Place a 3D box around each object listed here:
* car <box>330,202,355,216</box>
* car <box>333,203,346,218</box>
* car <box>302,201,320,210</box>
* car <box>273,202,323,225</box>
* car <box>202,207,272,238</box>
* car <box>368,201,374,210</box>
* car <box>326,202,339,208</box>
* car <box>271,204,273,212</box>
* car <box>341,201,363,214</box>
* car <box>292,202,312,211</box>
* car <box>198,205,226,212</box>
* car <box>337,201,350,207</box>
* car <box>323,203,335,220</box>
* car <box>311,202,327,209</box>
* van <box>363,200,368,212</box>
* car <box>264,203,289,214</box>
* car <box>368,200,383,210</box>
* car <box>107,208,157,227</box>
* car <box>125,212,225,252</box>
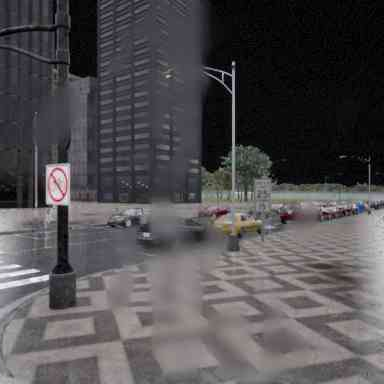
[{"bbox_3d":[19.065,2.303,42.472,1.887,1.381,4.507,-1,-2,35],"label":"car"},{"bbox_3d":[15.792,2.245,37.881,1.802,1.307,4.206,-1,-2,36],"label":"car"},{"bbox_3d":[21.959,2.474,61.213,1.967,1.590,4.097,-1,-2,35],"label":"car"},{"bbox_3d":[9.233,1.790,28.693,2.192,1.841,5.009,-1,-2,35],"label":"car"},{"bbox_3d":[2.779,1.823,19.636,1.752,1.417,4.829,-1,-2,35],"label":"car"},{"bbox_3d":[28.897,2.590,56.256,2.008,1.369,4.403,-1,-2,35],"label":"car"},{"bbox_3d":[31.791,2.889,74.994,1.802,1.307,4.206,-1,-2,35],"label":"car"},{"bbox_3d":[8.851,2.208,42.832,2.008,1.369,4.403,-1,-2,35],"label":"car"},{"bbox_3d":[22.342,2.293,47.069,1.967,1.590,4.097,-1,-2,35],"label":"car"},{"bbox_3d":[18.682,2.492,56.616,2.008,1.369,4.403,-1,-2,35],"label":"car"},{"bbox_3d":[2.298,2.014,33.643,1.887,1.381,4.507,-1,-2,35],"label":"car"},{"bbox_3d":[38.345,3.035,84.183,2.008,1.369,4.403,-1,-1,35],"label":"car"},{"bbox_3d":[12.511,2.113,33.282,1.887,1.381,4.507,-1,-2,35],"label":"car"},{"bbox_3d":[25.236,2.671,65.805,1.887,1.381,4.507,-1,-2,35],"label":"car"},{"bbox_3d":[25.619,2.288,51.666,1.690,1.788,3.998,-1,-2,35],"label":"van"},{"bbox_3d":[12.127,2.303,47.426,2.008,1.369,4.403,-1,-2,35],"label":"car"},{"bbox_3d":[35.451,2.537,65.452,2.192,1.841,5.009,-1,-2,35],"label":"car"},{"bbox_3d":[-4.255,1.840,24.453,2.008,1.369,4.403,-1,-1,35],"label":"car"},{"bbox_3d":[-0.596,1.774,14.903,1.947,1.339,4.313,-1,-2,35],"label":"car"}]
